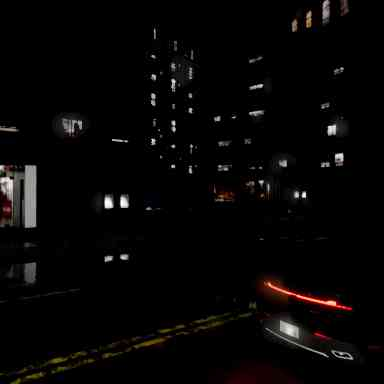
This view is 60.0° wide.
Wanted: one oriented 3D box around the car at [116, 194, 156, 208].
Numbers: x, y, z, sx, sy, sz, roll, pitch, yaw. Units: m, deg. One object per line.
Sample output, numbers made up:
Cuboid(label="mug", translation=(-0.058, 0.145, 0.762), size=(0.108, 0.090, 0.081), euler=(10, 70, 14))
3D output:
Cuboid(label="car", translation=(-6.187, 0.976, 36.660), size=(4.181, 1.385, 1.994), euler=(1, 1, 37))

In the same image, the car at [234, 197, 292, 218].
Cuboid(label="car", translation=(5.699, 1.208, 27.177), size=(4.902, 1.511, 2.128), euler=(2, 1, 43))

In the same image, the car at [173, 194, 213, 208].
Cuboid(label="car", translation=(0.054, 1.042, 39.223), size=(4.403, 1.369, 2.008), euler=(1, 0, 37))

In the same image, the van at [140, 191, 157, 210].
Cuboid(label="van", translation=(-5.010, 0.817, 32.552), size=(3.998, 1.788, 1.690), euler=(1, 0, 37))

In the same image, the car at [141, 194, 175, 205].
Cuboid(label="car", translation=(-4.359, 0.962, 42.548), size=(4.206, 1.307, 1.802), euler=(1, 0, 37))

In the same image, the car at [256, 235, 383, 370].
Cuboid(label="car", translation=(3.237, 1.507, 5.621), size=(4.892, 1.490, 1.837), euler=(0, 0, -35))

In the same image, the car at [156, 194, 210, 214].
Cuboid(label="car", translation=(-0.603, 1.138, 29.225), size=(4.403, 1.369, 2.008), euler=(1, 0, 37))
